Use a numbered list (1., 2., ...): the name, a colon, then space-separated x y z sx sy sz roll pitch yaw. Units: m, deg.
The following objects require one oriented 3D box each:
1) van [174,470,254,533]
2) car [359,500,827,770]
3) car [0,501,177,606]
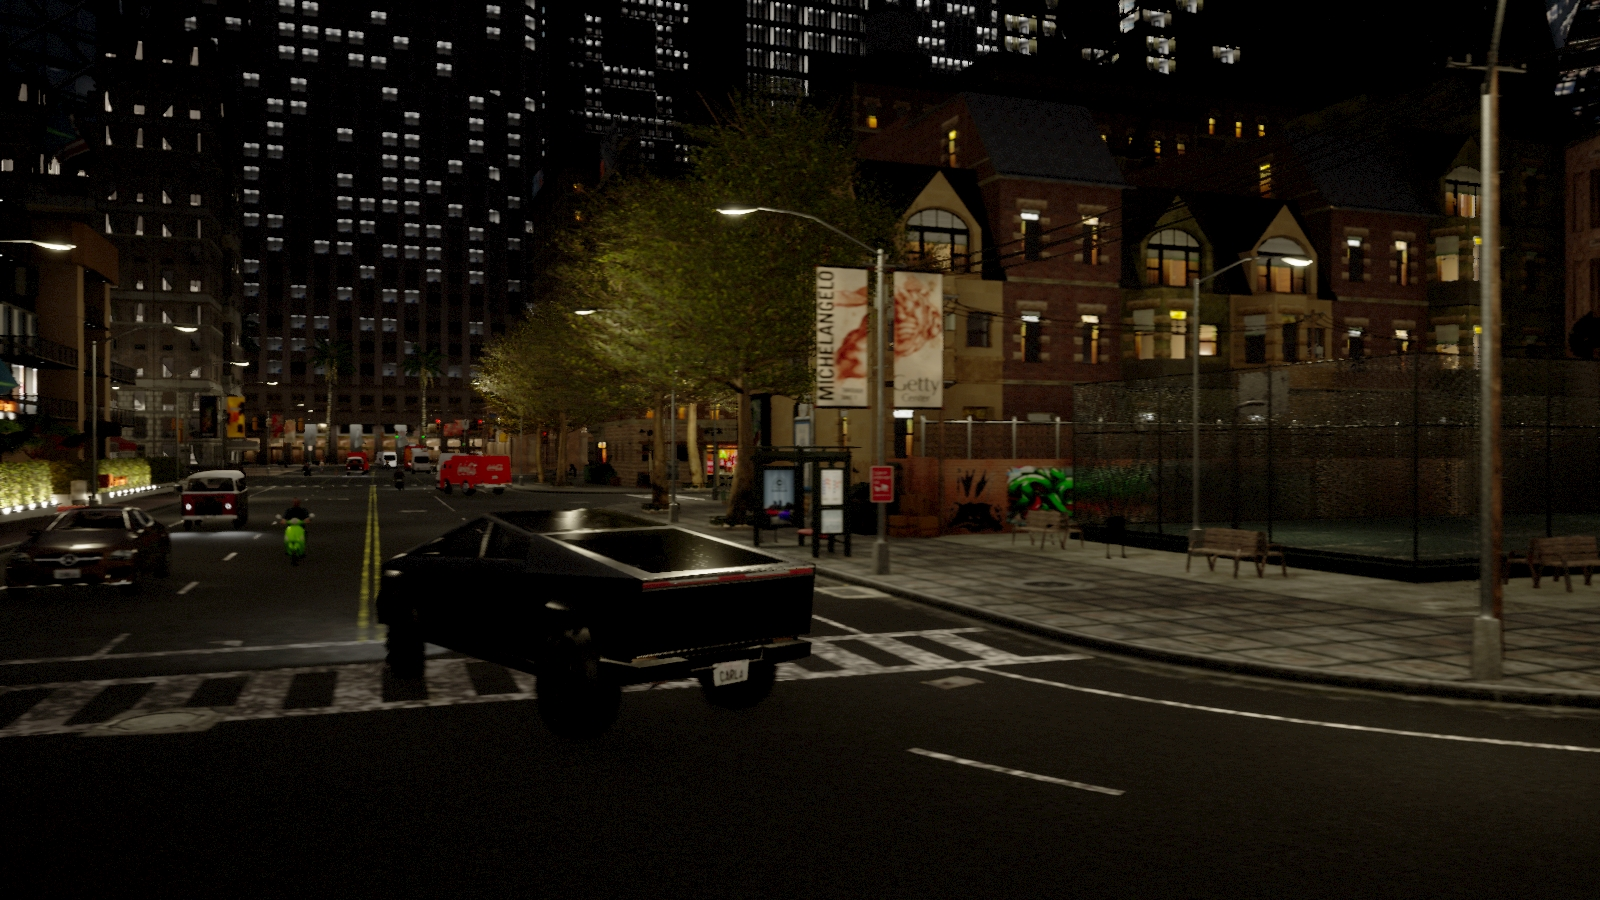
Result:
1. van: -20.937 1.782 40.997 2.069 2.038 4.480 0 0 -21
2. car: -2.699 1.754 13.130 2.390 2.098 6.274 0 0 -41
3. car: -14.389 1.991 23.420 2.152 1.651 5.027 0 0 -21
